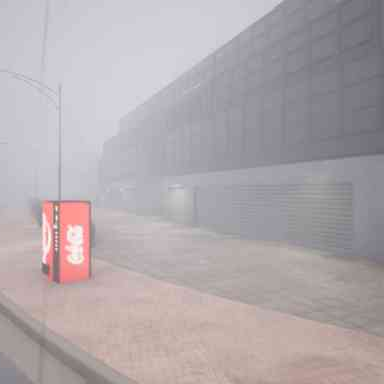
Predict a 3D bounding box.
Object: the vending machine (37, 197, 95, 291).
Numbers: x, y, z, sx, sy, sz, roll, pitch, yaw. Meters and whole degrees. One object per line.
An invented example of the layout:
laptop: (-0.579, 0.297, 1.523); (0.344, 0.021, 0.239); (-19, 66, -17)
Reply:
vending machine: (-3.113, 1.195, 8.241); (1.100, 2.100, 0.880); (0, 0, -41)
